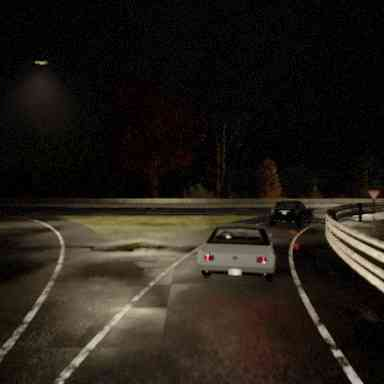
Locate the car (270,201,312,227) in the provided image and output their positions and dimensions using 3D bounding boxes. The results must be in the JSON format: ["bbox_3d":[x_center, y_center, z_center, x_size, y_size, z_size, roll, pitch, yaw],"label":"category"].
[{"bbox_3d":[6.985,1.373,23.206,2.097,1.767,4.553,0,0,30],"label":"car"}]

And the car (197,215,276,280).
[{"bbox_3d":[1.454,1.603,10.015,1.895,1.301,4.718,0,0,11],"label":"car"}]
